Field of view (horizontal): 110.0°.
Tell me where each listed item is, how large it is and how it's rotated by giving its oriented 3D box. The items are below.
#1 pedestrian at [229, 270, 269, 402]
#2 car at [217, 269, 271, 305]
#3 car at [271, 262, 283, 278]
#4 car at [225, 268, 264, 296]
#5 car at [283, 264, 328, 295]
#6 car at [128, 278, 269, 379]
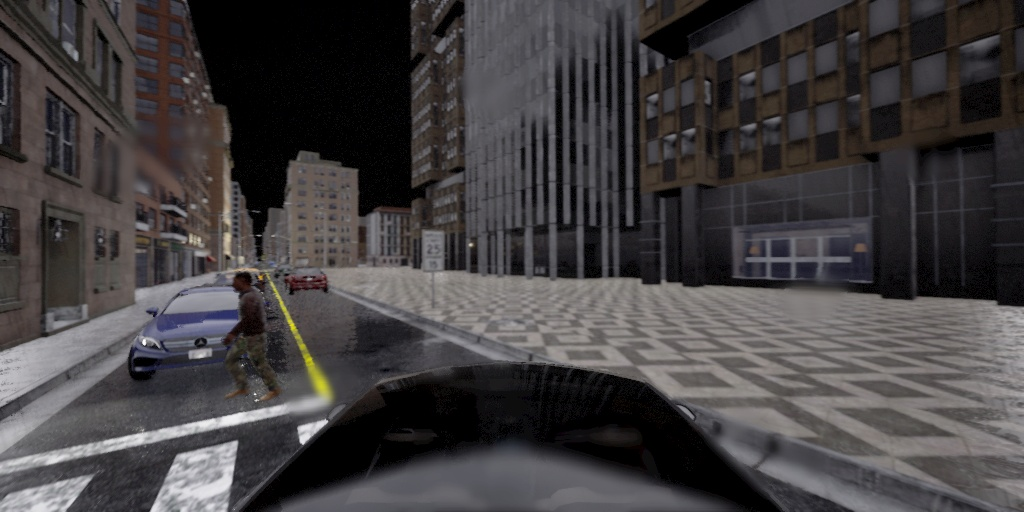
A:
[{"bbox_3d":[-3.663,1.107,5.004,0.375,1.860,0.375,0,-1,-35],"label":"pedestrian"},{"bbox_3d":[-11.861,1.478,15.533,2.128,1.511,4.902,0,-1,-35],"label":"car"},{"bbox_3d":[-28.406,1.773,44.752,2.097,1.767,4.553,0,-1,-35],"label":"car"},{"bbox_3d":[-17.587,1.595,23.727,1.882,1.535,5.008,0,-1,-35],"label":"car"},{"bbox_3d":[-13.273,1.429,23.101,2.097,1.767,4.553,0,-1,-35],"label":"car"},{"bbox_3d":[-6.500,1.390,7.861,1.812,1.442,4.674,0,-1,-35],"label":"car"}]
